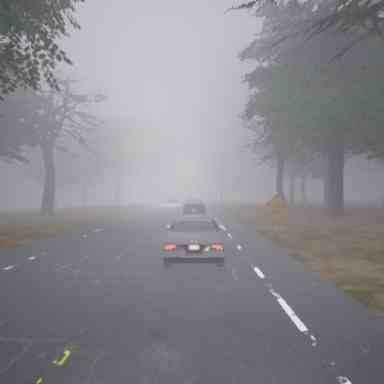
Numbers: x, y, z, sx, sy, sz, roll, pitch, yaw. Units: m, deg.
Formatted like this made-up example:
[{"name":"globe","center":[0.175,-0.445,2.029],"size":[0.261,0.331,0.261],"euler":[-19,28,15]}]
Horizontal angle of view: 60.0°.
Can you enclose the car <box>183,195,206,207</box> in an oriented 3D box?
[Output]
[{"name":"car","center":[0.214,1.309,29.366],"size":[1.882,1.535,5.008],"euler":[0,1,1]}]

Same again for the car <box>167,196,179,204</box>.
[{"name":"car","center":[-3.238,1.407,58.208],"size":[1.895,1.301,4.718],"euler":[0,0,1]}]

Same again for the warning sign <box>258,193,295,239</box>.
[{"name":"warning sign","center":[3.643,0.997,14.401],"size":[1.300,1.860,1.060],"euler":[1,1,0]}]

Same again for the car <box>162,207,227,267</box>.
[{"name":"car","center":[0.082,1.450,11.013],"size":[2.033,1.411,5.357],"euler":[0,0,1]}]
